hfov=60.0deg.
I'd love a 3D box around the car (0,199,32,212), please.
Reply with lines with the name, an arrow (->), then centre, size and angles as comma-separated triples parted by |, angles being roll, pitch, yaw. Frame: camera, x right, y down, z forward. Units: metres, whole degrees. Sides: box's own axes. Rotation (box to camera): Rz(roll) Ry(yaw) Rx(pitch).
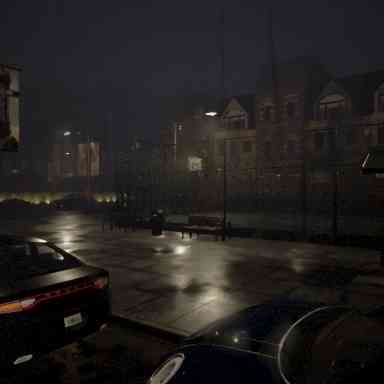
car -> -21.453, 1.526, 39.388 | 1.812, 1.442, 4.674 | 0, 0, 35

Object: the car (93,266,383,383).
car -> 1.777, 1.354, 2.036 | 4.553, 1.767, 2.185 | 0, 0, 35

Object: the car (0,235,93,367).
car -> -3.532, 1.480, 5.656 | 5.008, 1.535, 2.097 | 0, 0, 35

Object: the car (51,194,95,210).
car -> -15.038, 1.220, 42.485 | 2.150, 2.045, 5.566 | 0, 0, 34
